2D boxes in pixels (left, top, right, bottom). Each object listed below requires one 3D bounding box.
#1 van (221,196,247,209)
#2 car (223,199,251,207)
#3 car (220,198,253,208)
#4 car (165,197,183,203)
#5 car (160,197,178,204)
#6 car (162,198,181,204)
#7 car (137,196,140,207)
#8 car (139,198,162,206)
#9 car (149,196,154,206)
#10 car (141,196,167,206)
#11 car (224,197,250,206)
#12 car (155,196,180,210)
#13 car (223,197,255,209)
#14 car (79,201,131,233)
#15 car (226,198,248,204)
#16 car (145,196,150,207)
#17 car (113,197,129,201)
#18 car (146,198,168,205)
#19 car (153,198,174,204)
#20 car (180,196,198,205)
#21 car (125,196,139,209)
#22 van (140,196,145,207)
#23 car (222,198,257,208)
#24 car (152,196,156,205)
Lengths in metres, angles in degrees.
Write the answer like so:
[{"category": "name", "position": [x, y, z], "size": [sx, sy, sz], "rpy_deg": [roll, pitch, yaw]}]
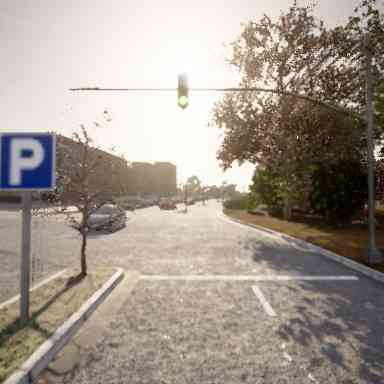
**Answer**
[{"category": "van", "position": [6.957, 1.594, 49.293], "size": [4.442, 1.987, 1.878], "rpy_deg": [1, 0, -14]}, {"category": "car", "position": [8.321, 1.989, 61.100], "size": [4.674, 1.452, 2.002], "rpy_deg": [1, -1, -13]}, {"category": "car", "position": [7.806, 1.912, 58.110], "size": [5.366, 1.575, 1.946], "rpy_deg": [1, 0, -13]}, {"category": "car", "position": [-5.117, 2.374, 94.404], "size": [5.008, 1.535, 2.097], "rpy_deg": [-1, -1, -10]}, {"category": "car", "position": [-6.134, 2.182, 88.453], "size": [4.553, 1.767, 2.185], "rpy_deg": [-1, -1, -11]}, {"category": "car", "position": [-5.627, 2.342, 91.429], "size": [4.892, 1.521, 2.231], "rpy_deg": [-1, -1, -10]}, {"category": "car", "position": [-11.052, 1.776, 52.534], "size": [4.553, 1.767, 2.185], "rpy_deg": [-1, -1, -15]}, {"category": "car", "position": [-8.906, 2.146, 70.534], "size": [4.674, 1.452, 2.002], "rpy_deg": [-1, -1, -13]}, {"category": "car", "position": [-10.040, 2.043, 61.544], "size": [4.674, 1.452, 2.002], "rpy_deg": [-1, -1, -14]}, {"category": "car", "position": [-8.474, 1.888, 73.546], "size": [5.566, 2.045, 2.435], "rpy_deg": [-1, -1, -12]}, {"category": "car", "position": [9.026, 1.885, 66.973], "size": [4.553, 1.767, 2.185], "rpy_deg": [1, -1, -12]}, {"category": "car", "position": [-3.586, 1.679, 49.330], "size": [2.097, 1.767, 4.553], "rpy_deg": [0, -1, 6]}, {"category": "car", "position": [7.323, 1.727, 52.264], "size": [4.553, 1.767, 2.185], "rpy_deg": [1, -1, -14]}, {"category": "car", "position": [-5.389, 1.601, 20.673], "size": [1.837, 1.490, 4.892], "rpy_deg": [1, 1, 2]}, {"category": "car", "position": [10.700, 2.165, 78.690], "size": [4.792, 1.488, 2.163], "rpy_deg": [1, 0, -11]}, {"category": "car", "position": [-10.395, 1.971, 58.547], "size": [4.892, 1.521, 2.231], "rpy_deg": [-1, -1, -14]}, {"category": "car", "position": [-11.755, 1.869, 46.584], "size": [4.792, 1.488, 2.163], "rpy_deg": [-1, -1, -15]}, {"category": "car", "position": [-8.070, 2.174, 76.524], "size": [5.008, 1.535, 2.097], "rpy_deg": [-1, -1, -12]}, {"category": "car", "position": [-7.141, 2.241, 82.490], "size": [5.008, 1.535, 2.097], "rpy_deg": [-1, -1, -11]}, {"category": "car", "position": [-0.645, 2.152, 73.577], "size": [2.128, 1.511, 4.902], "rpy_deg": [0, -1, 8]}, {"category": "car", "position": [-11.128, 1.861, 49.580], "size": [5.366, 1.575, 1.946], "rpy_deg": [-1, -1, -15]}, {"category": "van", "position": [-10.605, 1.708, 55.577], "size": [4.442, 1.987, 1.878], "rpy_deg": [-1, -1, -14]}, {"category": "car", "position": [7.841, 1.885, 55.259], "size": [5.366, 1.575, 1.946], "rpy_deg": [1, -1, -14]}, {"category": "car", "position": [-9.686, 2.078, 64.547], "size": [4.674, 1.452, 2.002], "rpy_deg": [-1, -1, -13]}]
